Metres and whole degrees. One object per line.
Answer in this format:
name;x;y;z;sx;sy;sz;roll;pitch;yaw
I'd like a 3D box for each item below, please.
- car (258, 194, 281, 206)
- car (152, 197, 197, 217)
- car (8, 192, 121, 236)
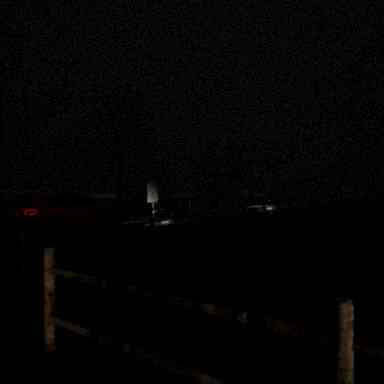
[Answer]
car;10.632;1.038;45.339;1.837;1.490;4.892;-1;-1;35
car;-1.493;1.244;27.942;1.837;1.490;4.892;-1;0;35
car;-6.116;1.032;16.618;2.150;2.045;5.566;-2;0;35
